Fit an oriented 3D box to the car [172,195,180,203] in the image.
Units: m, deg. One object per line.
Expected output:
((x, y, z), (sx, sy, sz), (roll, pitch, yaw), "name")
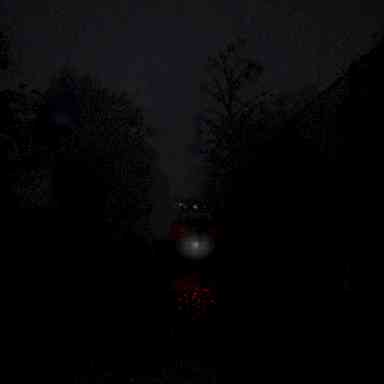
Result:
((-2.417, 1.192, 58.243), (2.128, 1.511, 4.902), (0, 0, 1), "car")

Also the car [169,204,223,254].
((0.162, 1.435, 13.043), (1.837, 1.490, 4.892), (0, 1, 1), "car")

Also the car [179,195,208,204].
((0.285, 1.199, 27.965), (2.097, 1.767, 4.553), (0, 0, 1), "car")
